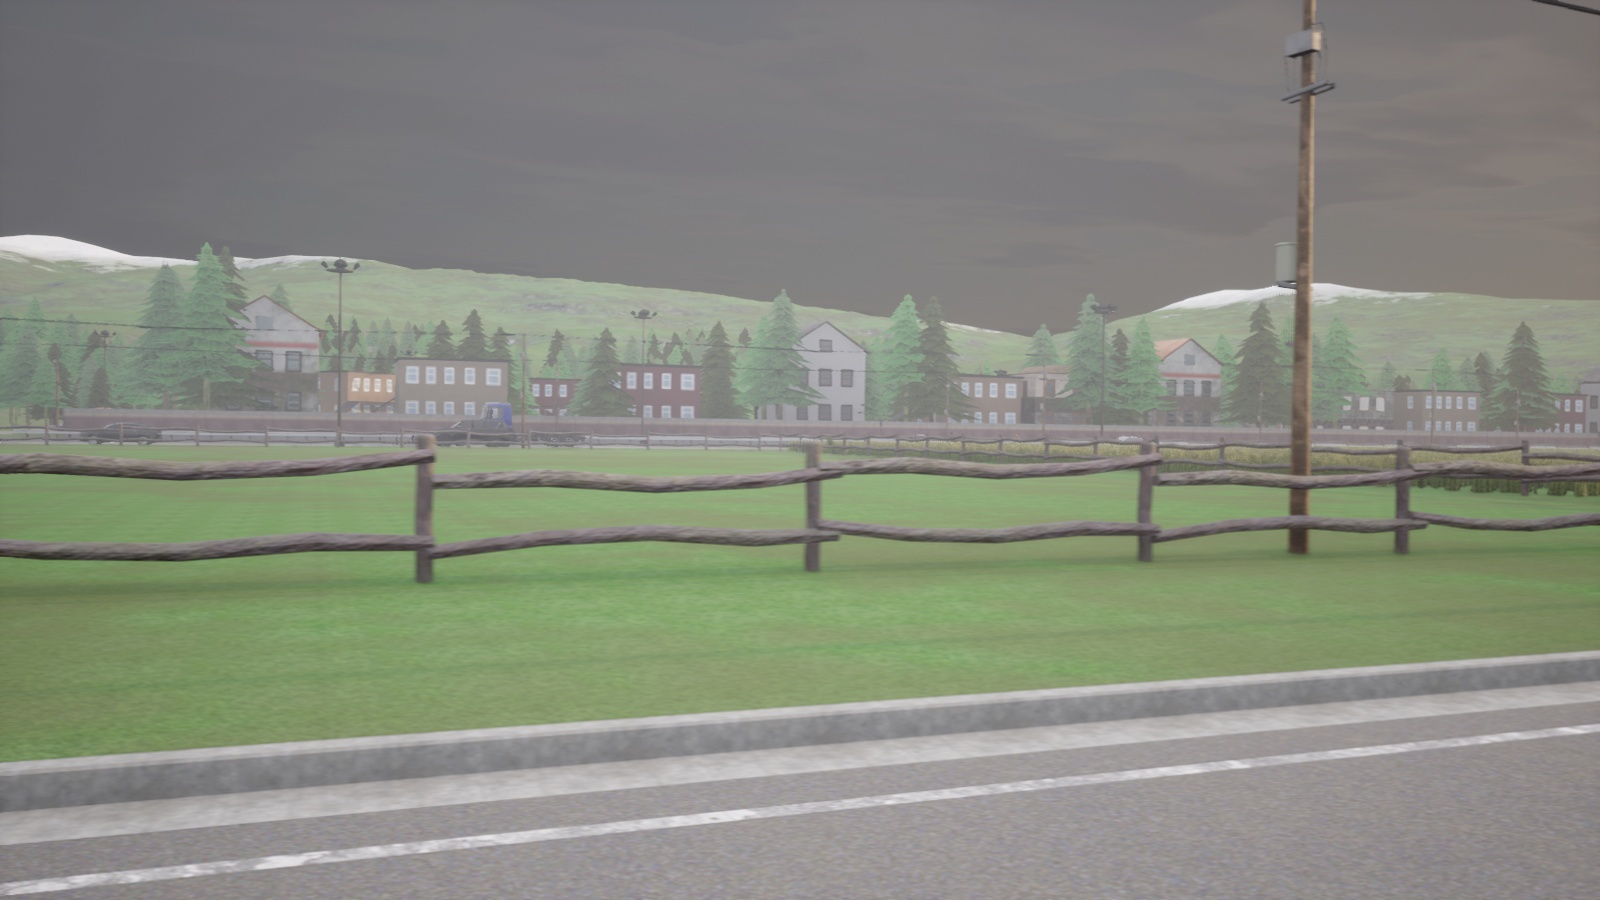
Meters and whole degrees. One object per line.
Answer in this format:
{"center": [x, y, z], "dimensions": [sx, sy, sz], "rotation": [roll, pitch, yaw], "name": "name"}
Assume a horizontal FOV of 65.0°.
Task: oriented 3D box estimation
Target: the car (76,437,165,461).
{"center": [-44.563, -0.084, 82.445], "dimensions": [4.892, 1.490, 1.837], "rotation": [-1, 1, -21], "name": "car"}

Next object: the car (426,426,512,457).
{"center": [-22.888, -0.624, 86.822], "dimensions": [5.566, 2.045, 2.150], "rotation": [-1, 1, -21], "name": "car"}
